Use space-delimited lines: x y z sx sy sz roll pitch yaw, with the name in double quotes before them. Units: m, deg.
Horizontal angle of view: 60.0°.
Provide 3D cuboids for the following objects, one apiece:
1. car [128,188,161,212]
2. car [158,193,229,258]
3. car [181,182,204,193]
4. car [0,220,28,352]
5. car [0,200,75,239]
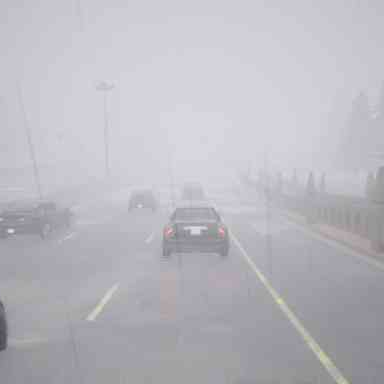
"car" -3.418 0.471 24.163 1.837 1.490 4.892 0 5 0
"car" 0.102 1.123 12.088 2.097 1.767 4.553 0 3 0
"car" 0.055 -0.184 30.124 1.882 1.535 5.008 0 6 0
"car" -3.400 1.334 2.402 2.097 1.767 4.553 0 1 0
"car" -6.901 1.134 15.099 1.837 1.490 4.892 0 2 0
